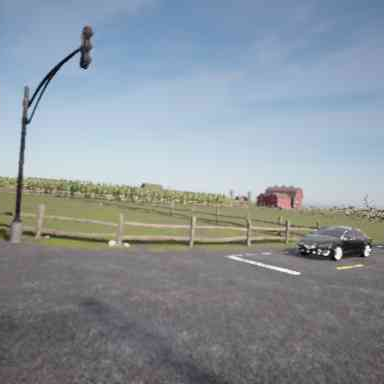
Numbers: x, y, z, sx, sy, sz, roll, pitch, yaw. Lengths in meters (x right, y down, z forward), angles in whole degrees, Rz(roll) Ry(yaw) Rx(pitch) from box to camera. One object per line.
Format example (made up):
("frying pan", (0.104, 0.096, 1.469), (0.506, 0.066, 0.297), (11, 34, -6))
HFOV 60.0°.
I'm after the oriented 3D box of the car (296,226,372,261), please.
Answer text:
("car", (7.166, 2.453, 16.519), (4.892, 1.490, 1.837), (5, -2, -38))
